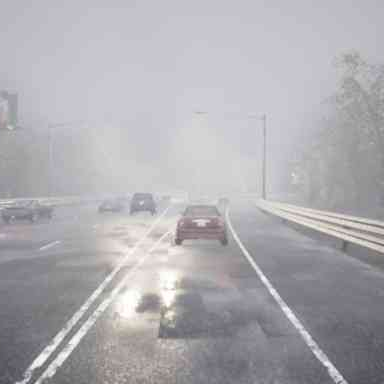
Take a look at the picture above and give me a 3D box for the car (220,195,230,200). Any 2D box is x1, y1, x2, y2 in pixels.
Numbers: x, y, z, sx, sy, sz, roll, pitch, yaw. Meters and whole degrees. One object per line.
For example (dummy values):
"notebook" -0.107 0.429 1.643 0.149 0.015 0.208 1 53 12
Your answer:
"car" 5.845 1.363 60.368 1.882 1.535 5.008 0 0 11

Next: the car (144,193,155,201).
"car" -9.040 1.107 71.390 1.882 1.535 5.008 0 0 -2

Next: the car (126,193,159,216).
"car" -4.353 1.058 30.923 2.150 2.045 5.566 0 0 -2

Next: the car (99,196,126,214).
"car" -7.917 1.373 33.232 1.994 1.385 4.181 0 0 -2

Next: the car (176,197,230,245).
"car" 0.471 1.283 15.374 2.097 1.767 4.553 0 0 3

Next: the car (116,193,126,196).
"car" -12.067 1.030 57.500 2.097 1.767 4.553 0 0 -2

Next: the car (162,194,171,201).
"car" -5.533 1.122 71.880 1.882 1.535 5.008 0 0 -2

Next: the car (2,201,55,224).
"car" -11.146 1.332 23.061 2.128 1.511 4.902 0 0 -2
